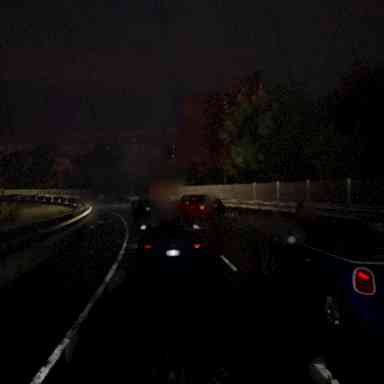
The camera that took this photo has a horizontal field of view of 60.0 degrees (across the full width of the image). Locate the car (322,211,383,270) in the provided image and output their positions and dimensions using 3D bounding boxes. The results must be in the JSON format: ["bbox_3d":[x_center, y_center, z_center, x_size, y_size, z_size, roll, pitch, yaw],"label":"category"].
[{"bbox_3d":[6.281,1.498,10.922,1.812,1.442,4.674,0,0,-6],"label":"car"}]

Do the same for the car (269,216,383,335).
[{"bbox_3d":[3.149,1.339,6.900,2.097,1.767,4.553,0,0,-3],"label":"car"}]

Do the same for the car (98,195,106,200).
[{"bbox_3d":[-23.982,1.468,88.315,1.812,1.442,4.674,0,0,-11],"label":"car"}]

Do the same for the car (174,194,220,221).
[{"bbox_3d":[0.057,1.189,26.257,2.150,2.045,5.566,0,0,-14],"label":"car"}]

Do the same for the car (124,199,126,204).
[{"bbox_3d":[-10.701,1.516,59.907,1.994,1.385,4.181,0,0,-29],"label":"car"}]

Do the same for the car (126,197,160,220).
[{"bbox_3d":[-3.946,1.328,27.488,2.097,1.767,4.553,0,0,-16],"label":"car"}]

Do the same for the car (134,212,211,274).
[{"bbox_3d":[-0.702,1.554,10.649,1.994,1.385,4.181,0,0,-6],"label":"car"}]

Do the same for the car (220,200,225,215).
[{"bbox_3d":[1.573,1.307,33.268,2.097,1.767,4.553,0,0,-18],"label":"car"}]
